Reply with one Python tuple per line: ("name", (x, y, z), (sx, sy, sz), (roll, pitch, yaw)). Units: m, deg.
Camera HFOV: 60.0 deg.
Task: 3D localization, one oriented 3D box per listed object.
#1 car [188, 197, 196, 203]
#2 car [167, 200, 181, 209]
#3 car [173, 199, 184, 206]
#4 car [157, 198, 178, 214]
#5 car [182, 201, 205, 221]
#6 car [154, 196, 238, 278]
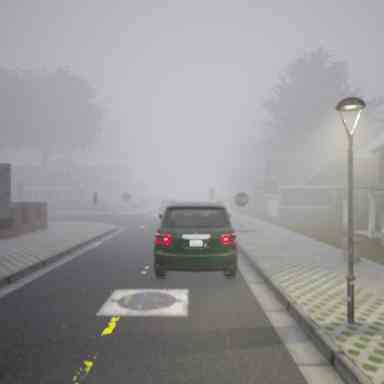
("car", (0.035, 1.916, 81.695), (1.837, 1.490, 4.892), (0, -1, 0))
("car", (-2.813, 1.899, 51.911), (1.994, 1.385, 4.181), (0, 0, 0))
("car", (-2.737, 2.054, 67.149), (1.895, 1.301, 4.718), (0, 0, 0))
("car", (-2.828, 1.602, 39.577), (2.097, 1.767, 4.553), (0, -1, 0))
("car", (0.111, 1.662, 30.129), (1.882, 1.535, 5.008), (0, 0, 0))
("car", (0.102, 1.279, 10.419), (2.150, 2.045, 5.566), (0, 0, 0))
